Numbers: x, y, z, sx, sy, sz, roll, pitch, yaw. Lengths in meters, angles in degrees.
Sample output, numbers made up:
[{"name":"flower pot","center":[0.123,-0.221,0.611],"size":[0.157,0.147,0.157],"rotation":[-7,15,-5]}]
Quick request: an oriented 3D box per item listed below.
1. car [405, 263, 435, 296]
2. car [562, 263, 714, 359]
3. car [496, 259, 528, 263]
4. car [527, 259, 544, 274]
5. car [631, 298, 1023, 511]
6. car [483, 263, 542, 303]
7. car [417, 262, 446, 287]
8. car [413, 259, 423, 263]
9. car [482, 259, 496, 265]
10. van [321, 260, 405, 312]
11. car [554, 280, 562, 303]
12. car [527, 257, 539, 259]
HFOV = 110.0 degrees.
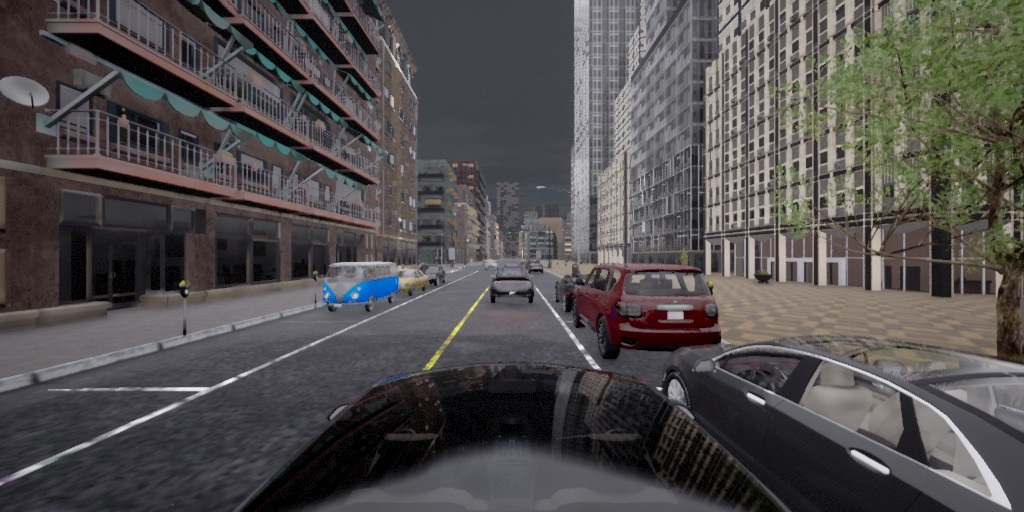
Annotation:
[{"name":"car","center":[-5.690,1.277,19.167],"size":[1.751,1.417,4.829],"rotation":[0,0,0]},{"name":"car","center":[2.692,1.062,8.291],"size":[2.192,1.841,5.009],"rotation":[0,0,0]},{"name":"car","center":[0.000,1.257,31.500],"size":[2.128,1.511,4.902],"rotation":[0,0,0]},{"name":"car","center":[2.692,1.337,41.427],"size":[1.948,1.339,4.313],"rotation":[0,0,0]},{"name":"car","center":[2.691,1.297,2.768],"size":[2.007,1.370,4.403],"rotation":[0,0,0]},{"name":"car","center":[0.000,1.247,16.500],"size":[2.128,1.511,4.902],"rotation":[0,0,0]},{"name":"car","center":[-5.690,1.321,24.859],"size":[1.948,1.339,4.313],"rotation":[0,0,0]},{"name":"car","center":[-16.435,1.132,59.922],"size":[4.403,1.370,2.007],"rotation":[0,0,-1]},{"name":"car","center":[-3.000,1.344,52.500],"size":[1.812,1.442,4.674],"rotation":[0,0,0]},{"name":"van","center":[-5.690,1.090,13.814],"size":[1.690,1.789,3.998],"rotation":[0,0,0]},{"name":"car","center":[2.692,1.315,13.813],"size":[1.948,1.339,4.313],"rotation":[0,0,0]},{"name":"car","center":[2.692,1.092,46.950],"size":[2.192,1.841,5.009],"rotation":[0,0,0]}]
